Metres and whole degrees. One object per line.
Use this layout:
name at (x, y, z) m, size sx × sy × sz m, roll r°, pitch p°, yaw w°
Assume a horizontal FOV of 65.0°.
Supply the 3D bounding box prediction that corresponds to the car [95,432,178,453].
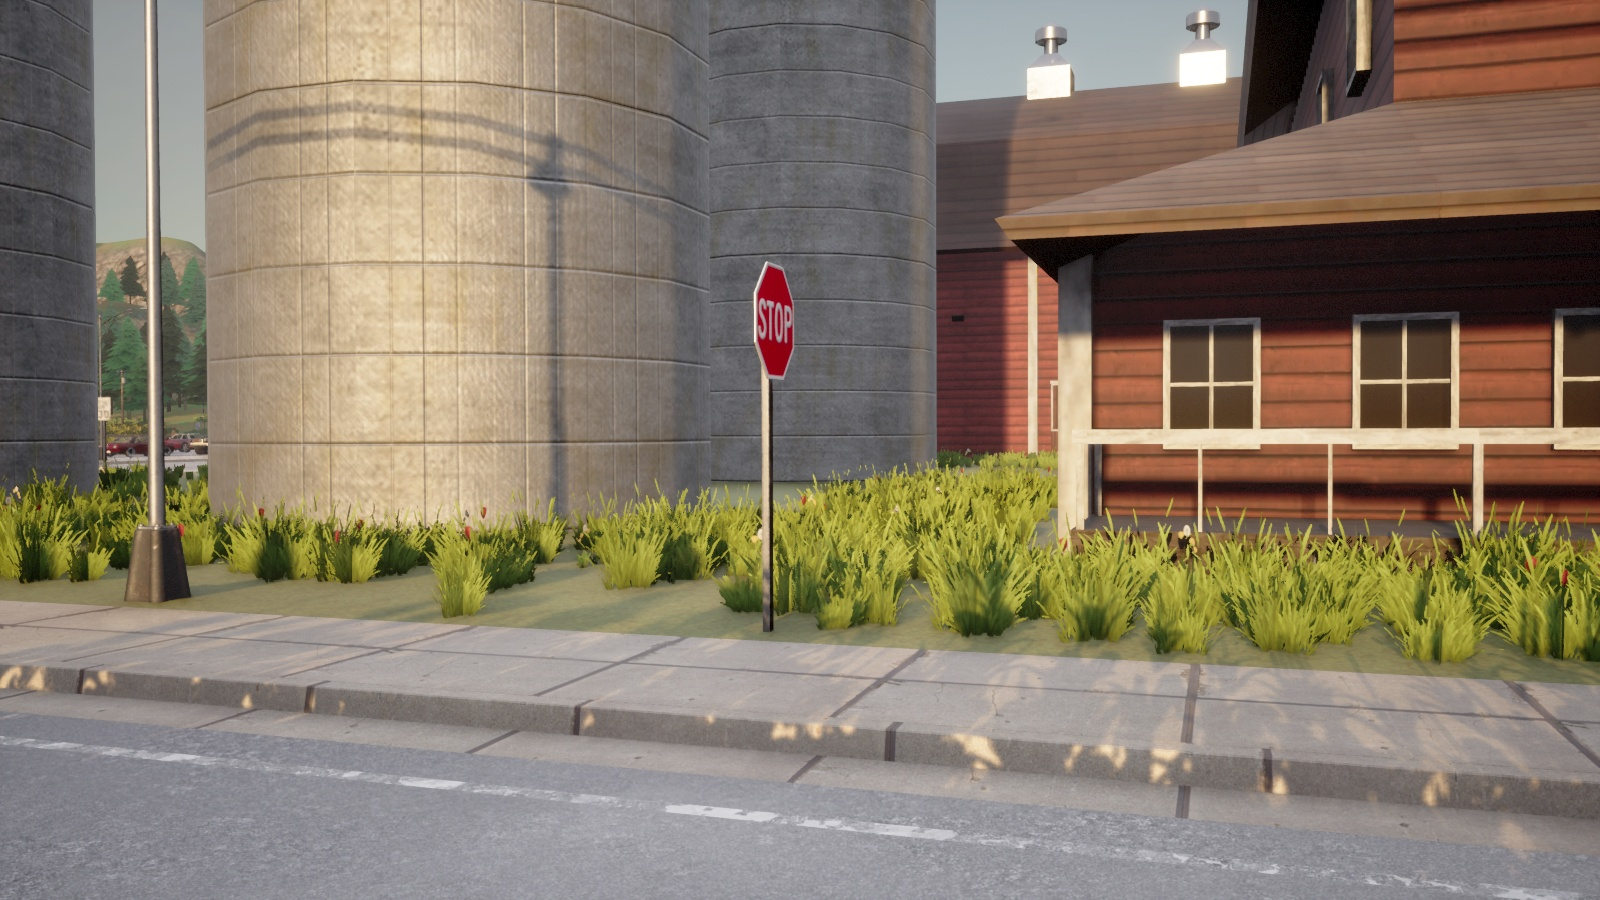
car at (-42.547, -0.523, 80.598) m, size 1.895 × 1.301 × 4.718 m, roll 1°, pitch 1°, yaw 18°
